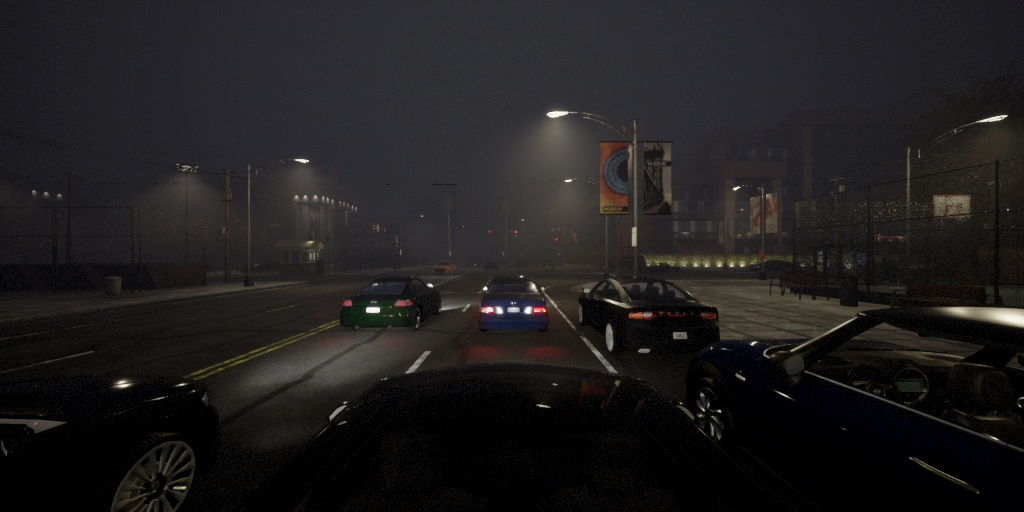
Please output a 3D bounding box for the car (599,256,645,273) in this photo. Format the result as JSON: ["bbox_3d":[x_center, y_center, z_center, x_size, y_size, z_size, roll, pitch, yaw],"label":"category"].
[{"bbox_3d":[13.271,0.972,43.003,5.566,2.045,2.150,0,0,2],"label":"car"}]

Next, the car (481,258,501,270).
[{"bbox_3d":[-3.168,1.314,54.237,1.994,1.385,4.181,0,0,-7],"label":"car"}]

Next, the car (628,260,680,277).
[{"bbox_3d":[15.741,1.351,39.391,4.718,1.301,1.895,0,0,0],"label":"car"}]

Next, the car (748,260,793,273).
[{"bbox_3d":[31.048,1.254,42.999,4.892,1.490,1.837,0,0,0],"label":"car"}]

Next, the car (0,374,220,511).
[{"bbox_3d":[-3.400,1.242,1.057,2.128,1.511,4.902,0,0,0],"label":"car"}]

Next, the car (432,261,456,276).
[{"bbox_3d":[-7.111,1.227,37.885,1.882,1.535,5.008,0,0,0],"label":"car"}]

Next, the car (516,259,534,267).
[{"bbox_3d":[2.067,1.255,64.829,1.837,1.490,4.892,-1,0,18],"label":"car"}]

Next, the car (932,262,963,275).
[{"bbox_3d":[45.154,1.314,36.046,4.181,1.385,1.994,0,0,-1],"label":"car"}]

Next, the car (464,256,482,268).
[{"bbox_3d":[-6.343,0.971,60.672,2.150,2.045,5.566,0,0,10],"label":"car"}]

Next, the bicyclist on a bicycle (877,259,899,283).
[{"bbox_3d":[26.060,1.051,24.979,0.582,1.620,1.656,0,0,-1],"label":"bicyclist on a bicycle"}]

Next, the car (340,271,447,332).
[{"bbox_3d":[-3.444,1.314,10.930,1.994,1.385,4.181,0,0,0],"label":"car"}]

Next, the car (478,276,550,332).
[{"bbox_3d":[0.055,1.297,10.827,2.033,1.411,5.357,0,0,0],"label":"car"}]

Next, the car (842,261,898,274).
[{"bbox_3d":[39.189,1.297,39.543,5.357,1.411,2.033,0,0,0],"label":"car"}]
